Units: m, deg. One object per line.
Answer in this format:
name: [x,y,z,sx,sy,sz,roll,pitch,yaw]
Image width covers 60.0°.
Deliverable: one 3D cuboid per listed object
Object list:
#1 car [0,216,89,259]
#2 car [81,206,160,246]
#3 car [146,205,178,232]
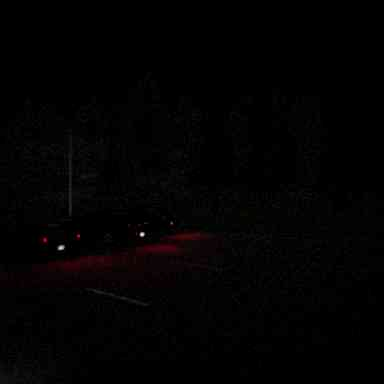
car: [-6.329,1.632,12.747,4.718,1.301,1.895,0,0,35]
car: [-4.085,1.536,15.443,4.892,1.490,1.837,0,0,35]
car: [-3.117,1.512,19.027,5.008,1.535,1.882,0,0,35]
